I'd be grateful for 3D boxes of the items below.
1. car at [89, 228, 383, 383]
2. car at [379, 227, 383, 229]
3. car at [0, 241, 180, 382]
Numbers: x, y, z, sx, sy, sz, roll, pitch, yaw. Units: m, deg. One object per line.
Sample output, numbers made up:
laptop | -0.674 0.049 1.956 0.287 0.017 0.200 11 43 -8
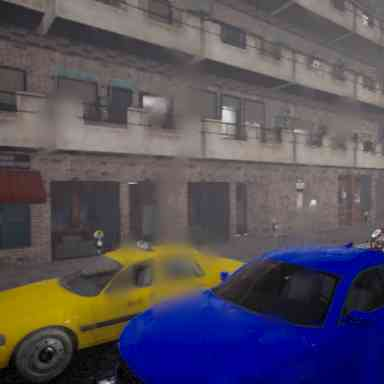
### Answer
car | 1.537 1.476 4.165 5.008 1.535 1.882 0 0 -35
car | 8.165 1.433 11.932 4.097 1.590 1.967 0 -1 -35
car | -1.009 1.525 5.390 4.829 1.417 1.752 0 -1 -35
